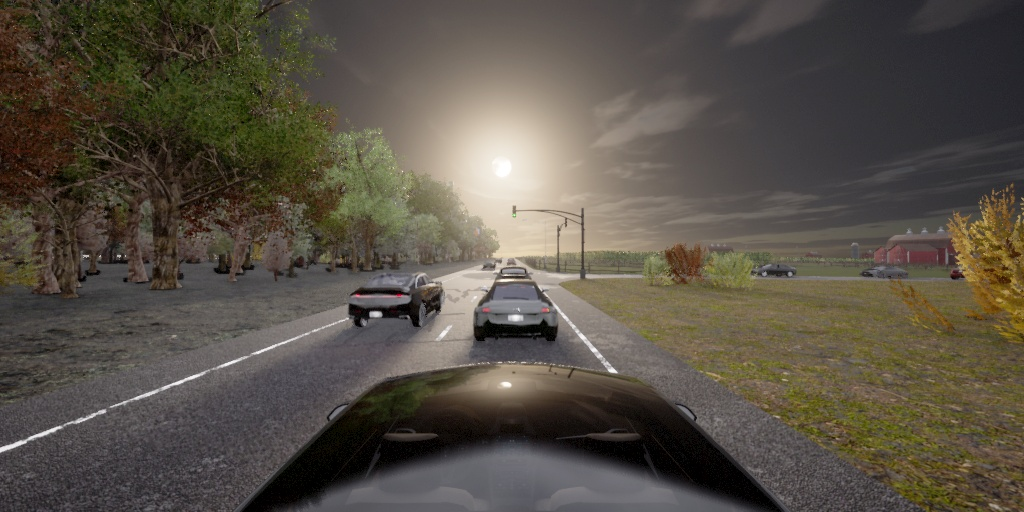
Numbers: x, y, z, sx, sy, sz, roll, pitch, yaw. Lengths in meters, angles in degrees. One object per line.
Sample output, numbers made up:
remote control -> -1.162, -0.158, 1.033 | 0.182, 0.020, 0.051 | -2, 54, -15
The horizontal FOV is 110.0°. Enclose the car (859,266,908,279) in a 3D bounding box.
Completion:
car -> 42.354, 1.841, 40.921 | 4.181, 1.385, 1.994 | 1, -1, 0

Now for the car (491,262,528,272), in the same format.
car -> 0.077, 1.263, 19.107 | 1.837, 1.490, 4.892 | 0, 0, 0

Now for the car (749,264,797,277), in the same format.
car -> 29.678, 1.643, 40.972 | 4.892, 1.490, 1.837 | 1, -1, 0

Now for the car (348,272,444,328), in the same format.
car -> -3.415, 1.245, 11.396 | 2.128, 1.511, 4.902 | 0, 0, 0

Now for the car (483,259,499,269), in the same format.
car -> -3.500, 1.365, 56.956 | 1.895, 1.301, 4.718 | 0, 0, 0

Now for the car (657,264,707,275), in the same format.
car -> 19.382, 1.573, 40.997 | 5.357, 1.411, 2.033 | 1, -1, 0

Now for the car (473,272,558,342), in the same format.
car -> 0.084, 1.317, 9.812 | 1.994, 1.385, 4.181 | 0, 0, 0

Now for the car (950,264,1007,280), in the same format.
car -> 48.841, 1.639, 37.324 | 4.553, 1.767, 2.097 | 1, -1, 0
